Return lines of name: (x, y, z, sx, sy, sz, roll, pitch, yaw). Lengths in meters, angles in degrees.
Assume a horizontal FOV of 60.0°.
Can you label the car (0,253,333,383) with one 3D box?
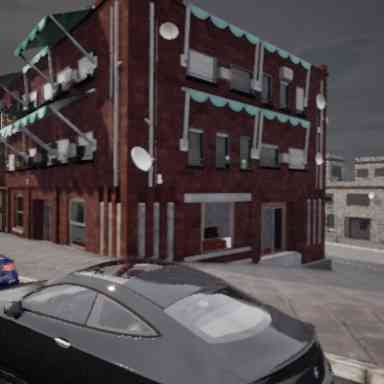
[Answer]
car: (-0.891, 1.528, 3.871, 4.674, 1.452, 2.002, 0, 0, 35)
